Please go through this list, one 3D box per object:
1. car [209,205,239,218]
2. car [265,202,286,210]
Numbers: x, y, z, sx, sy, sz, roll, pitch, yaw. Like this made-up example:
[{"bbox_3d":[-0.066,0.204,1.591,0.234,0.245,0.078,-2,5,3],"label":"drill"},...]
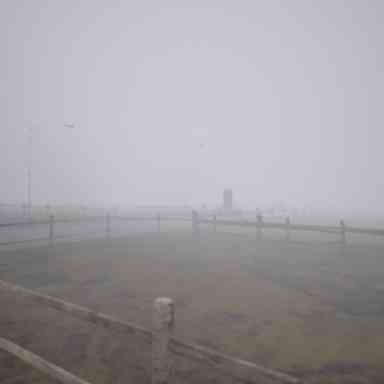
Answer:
[{"bbox_3d":[3.705,2.181,37.982,1.994,1.385,4.181,1,-1,35],"label":"car"},{"bbox_3d":[12.868,2.168,50.785,1.882,1.535,5.008,1,-1,35],"label":"car"}]
